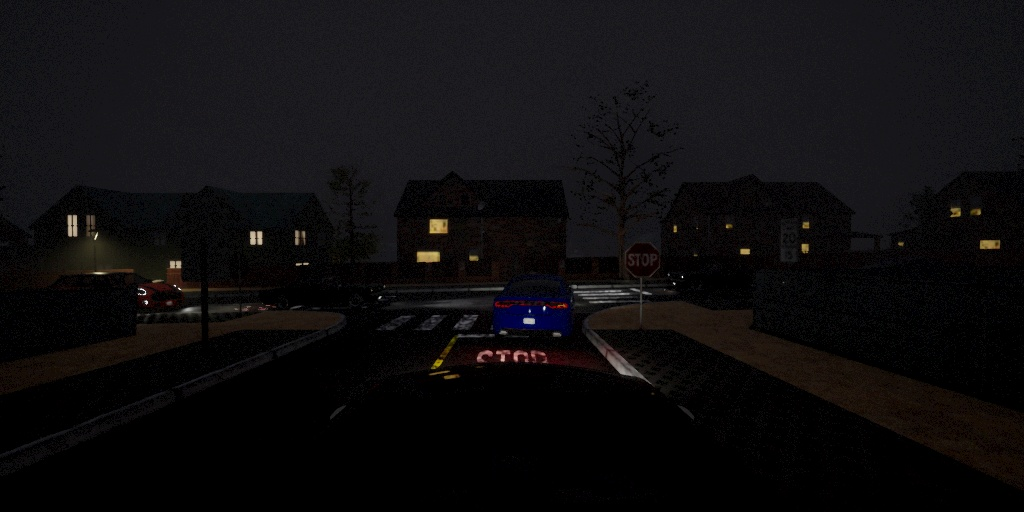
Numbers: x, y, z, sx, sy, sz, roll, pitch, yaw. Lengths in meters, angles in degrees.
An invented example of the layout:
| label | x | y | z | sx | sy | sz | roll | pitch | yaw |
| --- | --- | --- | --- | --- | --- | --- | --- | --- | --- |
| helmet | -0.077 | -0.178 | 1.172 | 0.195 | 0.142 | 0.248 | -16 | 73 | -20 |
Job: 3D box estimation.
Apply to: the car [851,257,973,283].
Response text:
| label | x | y | z | sx | sy | sz | roll | pitch | yaw |
| --- | --- | --- | --- | --- | --- | --- | --- | --- | --- |
| car | 20.045 | 0.753 | 18.213 | 5.357 | 1.411 | 2.033 | -1 | 1 | 0 |

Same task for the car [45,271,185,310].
| label | x | y | z | sx | sy | sz | roll | pitch | yaw |
| --- | --- | --- | --- | --- | --- | --- | --- | --- | --- |
| car | -16.808 | 1.471 | 15.217 | 4.553 | 1.767 | 2.097 | -1 | 1 | 0 |

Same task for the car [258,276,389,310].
| label | x | y | z | sx | sy | sz | roll | pitch | yaw |
| --- | --- | --- | --- | --- | --- | --- | --- | --- | --- |
| car | -7.821 | 1.506 | 15.231 | 4.718 | 1.301 | 1.895 | -1 | 1 | 0 |

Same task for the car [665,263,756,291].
| label | x | y | z | sx | sy | sz | roll | pitch | yaw |
| --- | --- | --- | --- | --- | --- | --- | --- | --- | --- |
| car | 10.399 | 1.034 | 18.171 | 4.718 | 1.301 | 1.895 | -1 | 1 | -1 |

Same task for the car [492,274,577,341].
| label | x | y | z | sx | sy | sz | roll | pitch | yaw |
| --- | --- | --- | --- | --- | --- | --- | --- | --- | --- |
| car | 0.780 | 1.226 | 10.029 | 1.882 | 1.535 | 5.008 | 0 | 0 | 10 |
